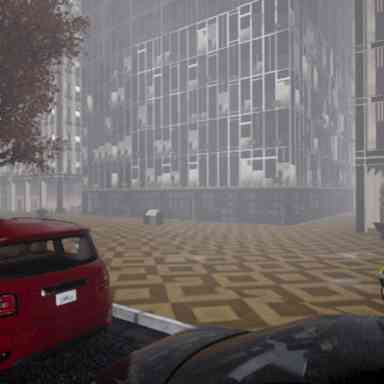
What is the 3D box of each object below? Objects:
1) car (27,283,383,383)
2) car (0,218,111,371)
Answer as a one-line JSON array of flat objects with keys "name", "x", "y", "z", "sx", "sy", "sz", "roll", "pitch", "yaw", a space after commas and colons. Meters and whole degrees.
[{"name": "car", "x": 1.060, "y": 1.567, "z": 2.120, "sx": 4.313, "sy": 1.339, "sz": 1.947, "roll": 0, "pitch": 0, "yaw": 36}, {"name": "car", "x": -3.435, "y": 1.345, "z": 5.332, "sx": 5.009, "sy": 1.841, "sz": 2.192, "roll": 0, "pitch": 0, "yaw": 36}]
